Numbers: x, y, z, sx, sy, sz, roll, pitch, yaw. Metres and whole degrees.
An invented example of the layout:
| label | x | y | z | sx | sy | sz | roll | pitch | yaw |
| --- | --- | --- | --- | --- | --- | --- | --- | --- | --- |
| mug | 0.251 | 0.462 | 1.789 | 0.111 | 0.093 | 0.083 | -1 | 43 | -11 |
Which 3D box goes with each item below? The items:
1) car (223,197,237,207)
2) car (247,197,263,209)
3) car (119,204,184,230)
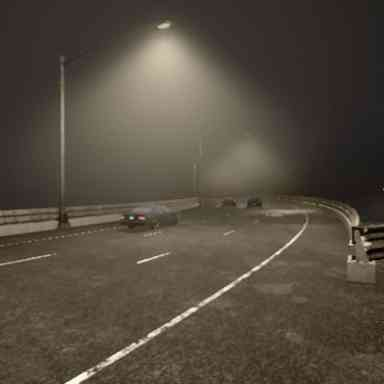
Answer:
| label | x | y | z | sx | sy | sz | roll | pitch | yaw |
| --- | --- | --- | --- | --- | --- | --- | --- | --- | --- |
| car | 5.533 | 1.402 | 48.505 | 1.994 | 1.385 | 4.181 | 0 | 0 | 9 |
| car | 8.012 | 1.332 | 42.305 | 1.882 | 1.535 | 5.008 | 0 | 0 | 12 |
| car | -2.369 | 1.485 | 20.855 | 2.033 | 1.411 | 5.357 | 0 | 0 | 24 |
